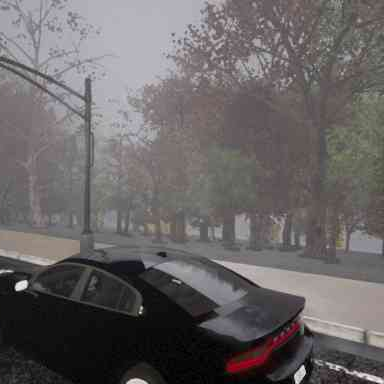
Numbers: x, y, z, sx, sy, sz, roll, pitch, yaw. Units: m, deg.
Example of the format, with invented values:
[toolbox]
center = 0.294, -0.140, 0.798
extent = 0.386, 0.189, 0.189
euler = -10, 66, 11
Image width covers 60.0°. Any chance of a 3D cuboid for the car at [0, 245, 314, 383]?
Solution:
[car]
center = -1.021, 1.477, 4.467
extent = 5.008, 1.535, 1.882
euler = 0, 0, 36
